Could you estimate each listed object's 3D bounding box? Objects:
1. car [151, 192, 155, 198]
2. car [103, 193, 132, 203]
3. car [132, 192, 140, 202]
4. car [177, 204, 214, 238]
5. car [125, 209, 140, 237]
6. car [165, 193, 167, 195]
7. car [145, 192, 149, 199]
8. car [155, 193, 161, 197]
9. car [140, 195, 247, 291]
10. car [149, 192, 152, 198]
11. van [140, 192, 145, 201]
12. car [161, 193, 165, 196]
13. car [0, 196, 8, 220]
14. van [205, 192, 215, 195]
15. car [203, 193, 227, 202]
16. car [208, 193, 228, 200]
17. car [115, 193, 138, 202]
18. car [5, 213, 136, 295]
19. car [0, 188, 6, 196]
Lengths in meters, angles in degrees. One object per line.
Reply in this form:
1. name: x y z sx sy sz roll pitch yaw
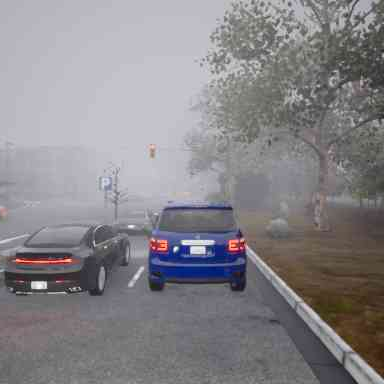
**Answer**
1. car: -12.141 1.359 80.888 4.674 1.452 2.002 -1 0 -13
2. car: -14.345 1.358 62.940 4.792 1.488 2.163 -1 0 -15
3. car: -13.696 1.316 65.931 5.366 1.575 1.946 -1 0 -15
4. car: 0.202 1.531 19.046 1.837 1.490 4.892 0 0 0
5. car: -2.816 1.589 17.588 1.994 1.385 4.181 0 0 1
6. car: -10.435 1.316 92.853 5.008 1.535 2.097 -1 0 -11
7. car: -12.895 1.322 74.893 4.892 1.521 2.231 -1 0 -13
8. car: -11.316 1.358 86.869 4.674 1.452 2.002 -1 0 -12
9. car: 0.126 1.233 9.187 2.150 2.045 5.566 0 0 0
10. car: -12.517 1.360 77.887 4.674 1.452 2.002 -1 0 -13
11. van: -13.127 1.093 71.922 4.442 1.987 1.878 -1 0 -14
12. car: -10.861 1.065 89.875 5.566 2.045 2.435 -1 0 -12
13. car: -16.588 1.404 25.137 4.553 1.767 2.185 -1 0 -19
14. van: 4.386 1.043 65.505 4.442 1.987 1.878 1 0 -14
15. car: 4.775 1.142 68.474 4.553 1.767 2.185 1 0 -14
16. car: 6.589 1.130 83.170 4.553 1.767 2.185 1 0 -12
17. car: -13.598 1.196 68.883 4.553 1.767 2.185 -1 0 -14
18. car: -2.877 1.515 8.702 1.837 1.490 4.892 0 0 0
19. car: -31.080 0.137 53.834 2.002 1.452 4.674 6 -3 -19
